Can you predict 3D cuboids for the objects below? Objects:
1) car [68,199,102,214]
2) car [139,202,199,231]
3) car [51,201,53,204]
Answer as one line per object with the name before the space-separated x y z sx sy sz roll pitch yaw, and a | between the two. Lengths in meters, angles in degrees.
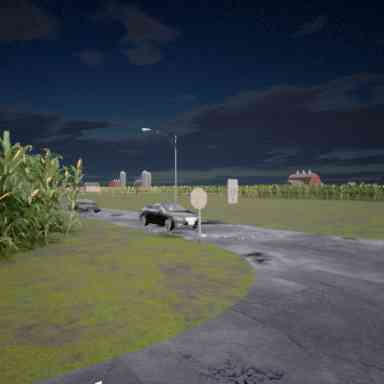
car | -10.634 1.352 32.611 2.033 1.411 5.357 0 0 -36
car | -1.462 1.392 19.938 2.128 1.511 4.902 0 0 -36
car | -21.563 0.985 47.875 2.150 2.045 5.566 0 0 -36
